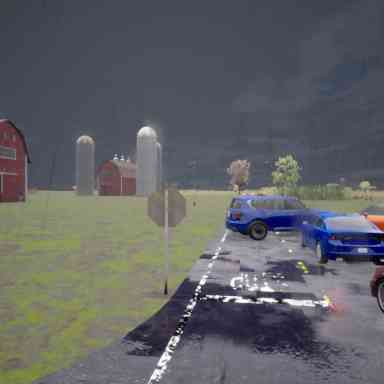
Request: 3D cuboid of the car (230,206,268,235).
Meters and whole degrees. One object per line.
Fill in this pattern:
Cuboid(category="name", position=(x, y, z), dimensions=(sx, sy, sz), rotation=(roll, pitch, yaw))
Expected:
Cuboid(category="car", position=(3.286, 1.607, 19.930), dimensions=(1.895, 1.301, 4.718), rotation=(0, 0, 6))

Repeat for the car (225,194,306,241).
Cuboid(category="car", position=(4.432, 1.215, 16.580), dimensions=(5.566, 2.045, 2.150), rotation=(0, 1, -9))

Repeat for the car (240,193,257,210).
Cuboid(category="car", position=(7.554, 1.218, 44.521), dimensions=(2.150, 2.045, 5.566), rotation=(0, 0, 10))

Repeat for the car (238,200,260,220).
Cuboid(category="car", position=(5.068, 1.503, 29.745), dimensions=(1.837, 1.490, 4.892), rotation=(0, 0, 9))

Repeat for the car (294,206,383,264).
Cuboid(category="car", position=(5.112, 1.481, 11.761), dimensions=(1.882, 1.535, 5.008), rotation=(0, 0, 8))

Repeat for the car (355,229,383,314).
Cuboid(category="car", position=(4.620, 1.529, 4.584), dimensions=(1.812, 1.442, 4.674), rotation=(0, 0, -9))

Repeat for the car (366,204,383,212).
Cuboid(category="car", position=(9.244, 1.371, 16.344), dimensions=(4.553, 1.767, 2.097), rotation=(0, 0, 40))
